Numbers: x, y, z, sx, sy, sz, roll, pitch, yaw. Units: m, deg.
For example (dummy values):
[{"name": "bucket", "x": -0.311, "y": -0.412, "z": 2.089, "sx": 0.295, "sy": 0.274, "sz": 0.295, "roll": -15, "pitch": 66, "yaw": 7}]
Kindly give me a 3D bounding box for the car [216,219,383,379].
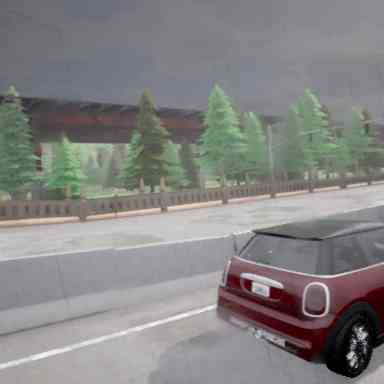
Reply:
[{"name": "car", "x": 2.636, "y": 1.240, "z": 5.643, "sx": 4.553, "sy": 1.767, "sz": 2.097, "roll": -2, "pitch": 1, "yaw": -36}]
